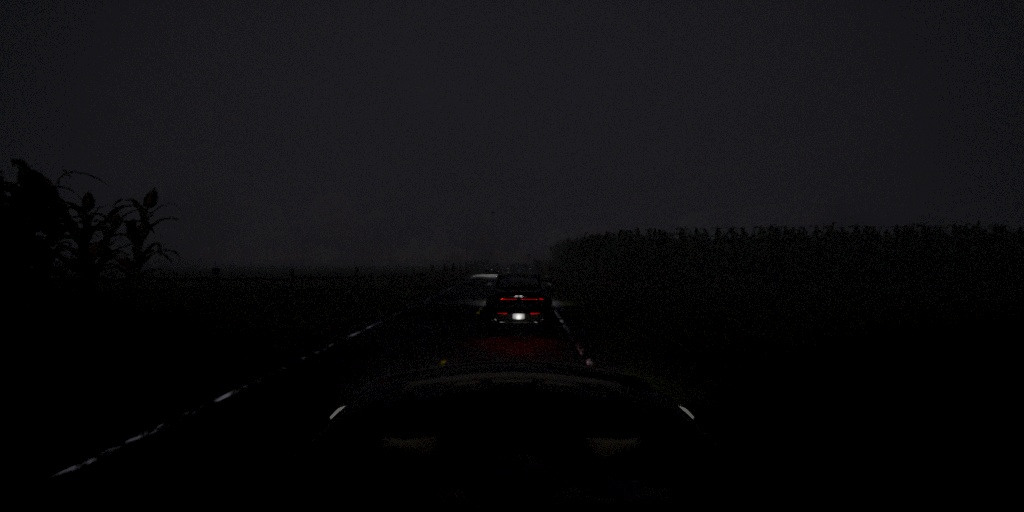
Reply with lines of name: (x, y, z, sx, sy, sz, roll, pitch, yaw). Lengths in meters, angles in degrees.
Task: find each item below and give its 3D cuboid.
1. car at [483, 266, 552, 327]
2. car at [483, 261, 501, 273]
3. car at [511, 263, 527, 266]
car: (0.227, 1.256, 11.483, 1.837, 1.490, 4.892, 0, 1, 1)
car: (-2.155, 1.305, 40.742, 1.994, 1.385, 4.181, 0, 0, 1)
car: (0.560, 1.294, 28.972, 2.033, 1.411, 5.357, 0, 0, 1)
